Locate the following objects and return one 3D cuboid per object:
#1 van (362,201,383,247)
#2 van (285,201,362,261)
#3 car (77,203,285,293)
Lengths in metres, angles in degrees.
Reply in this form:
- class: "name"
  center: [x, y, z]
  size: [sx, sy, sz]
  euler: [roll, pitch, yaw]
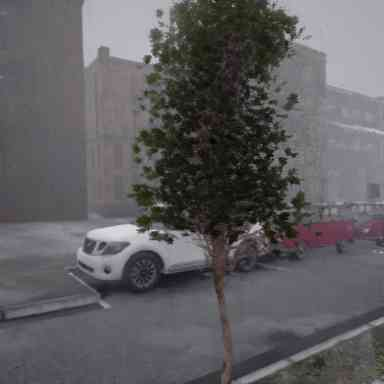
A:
- class: "van"
  center: [8.740, 1.388, 15.735]
  size: [4.442, 1.987, 1.878]
  euler: [0, 0, -35]
- class: "van"
  center: [4.205, 1.346, 12.541]
  size: [4.442, 1.987, 1.878]
  euler: [1, 0, -35]
- class: "car"
  center: [-0.255, 1.276, 9.397]
  size: [5.566, 2.045, 2.435]
  euler: [1, 0, -35]
